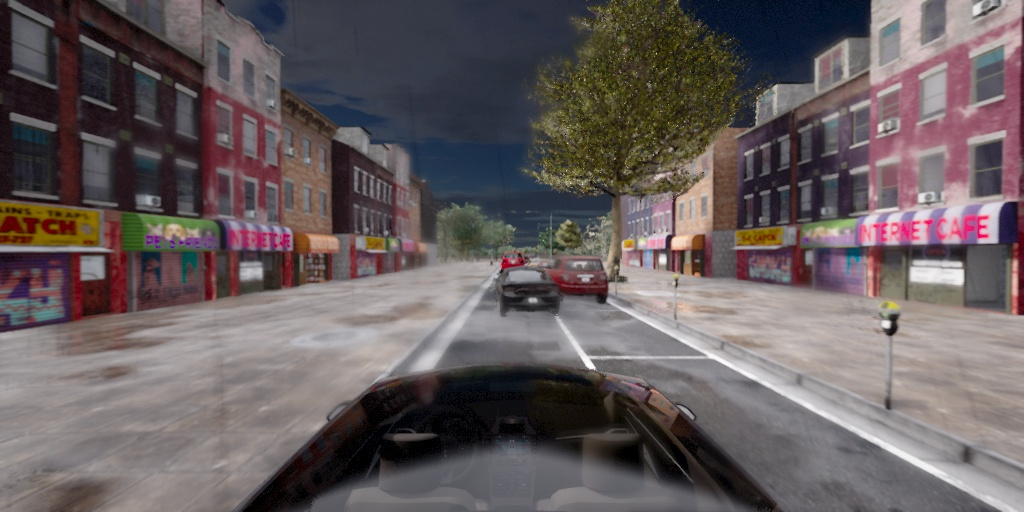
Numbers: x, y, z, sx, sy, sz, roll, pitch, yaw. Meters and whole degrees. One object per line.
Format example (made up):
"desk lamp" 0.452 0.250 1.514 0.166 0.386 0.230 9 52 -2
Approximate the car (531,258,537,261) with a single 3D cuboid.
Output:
"car" 2.687 1.024 26.425 1.888 1.381 4.507 0 0 0

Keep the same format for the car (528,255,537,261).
"car" 2.710 0.888 37.685 1.751 1.417 4.829 0 0 0

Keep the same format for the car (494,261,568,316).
"car" 0.409 1.106 12.812 1.882 1.535 5.008 0 1 -5

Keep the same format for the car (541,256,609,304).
"car" 2.666 0.915 15.335 2.192 1.841 5.009 0 0 0

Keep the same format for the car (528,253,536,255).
"car" 2.742 0.521 54.149 2.192 1.841 5.009 0 0 0

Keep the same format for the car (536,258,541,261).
"car" 2.676 0.980 20.880 1.967 1.591 4.097 0 0 0

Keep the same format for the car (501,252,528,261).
"car" 0.148 0.624 33.325 2.150 2.045 5.566 0 0 1
